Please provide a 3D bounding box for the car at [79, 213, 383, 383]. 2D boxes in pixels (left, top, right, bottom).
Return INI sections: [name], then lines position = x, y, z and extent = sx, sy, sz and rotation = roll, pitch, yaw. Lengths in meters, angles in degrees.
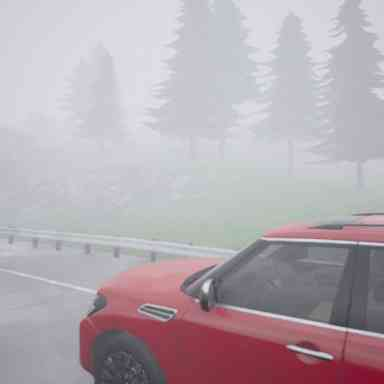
[car]
position = 1.424, 1.214, 2.891
extent = 5.566, 2.045, 2.150
rotation = 0, 0, 35
